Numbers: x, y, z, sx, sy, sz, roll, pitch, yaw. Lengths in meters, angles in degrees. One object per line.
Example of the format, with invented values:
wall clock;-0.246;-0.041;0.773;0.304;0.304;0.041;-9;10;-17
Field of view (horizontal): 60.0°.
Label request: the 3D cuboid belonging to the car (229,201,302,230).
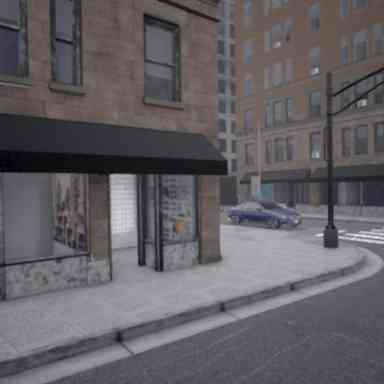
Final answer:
car;4.068;1.251;19.217;1.812;1.442;4.674;-1;1;-36
